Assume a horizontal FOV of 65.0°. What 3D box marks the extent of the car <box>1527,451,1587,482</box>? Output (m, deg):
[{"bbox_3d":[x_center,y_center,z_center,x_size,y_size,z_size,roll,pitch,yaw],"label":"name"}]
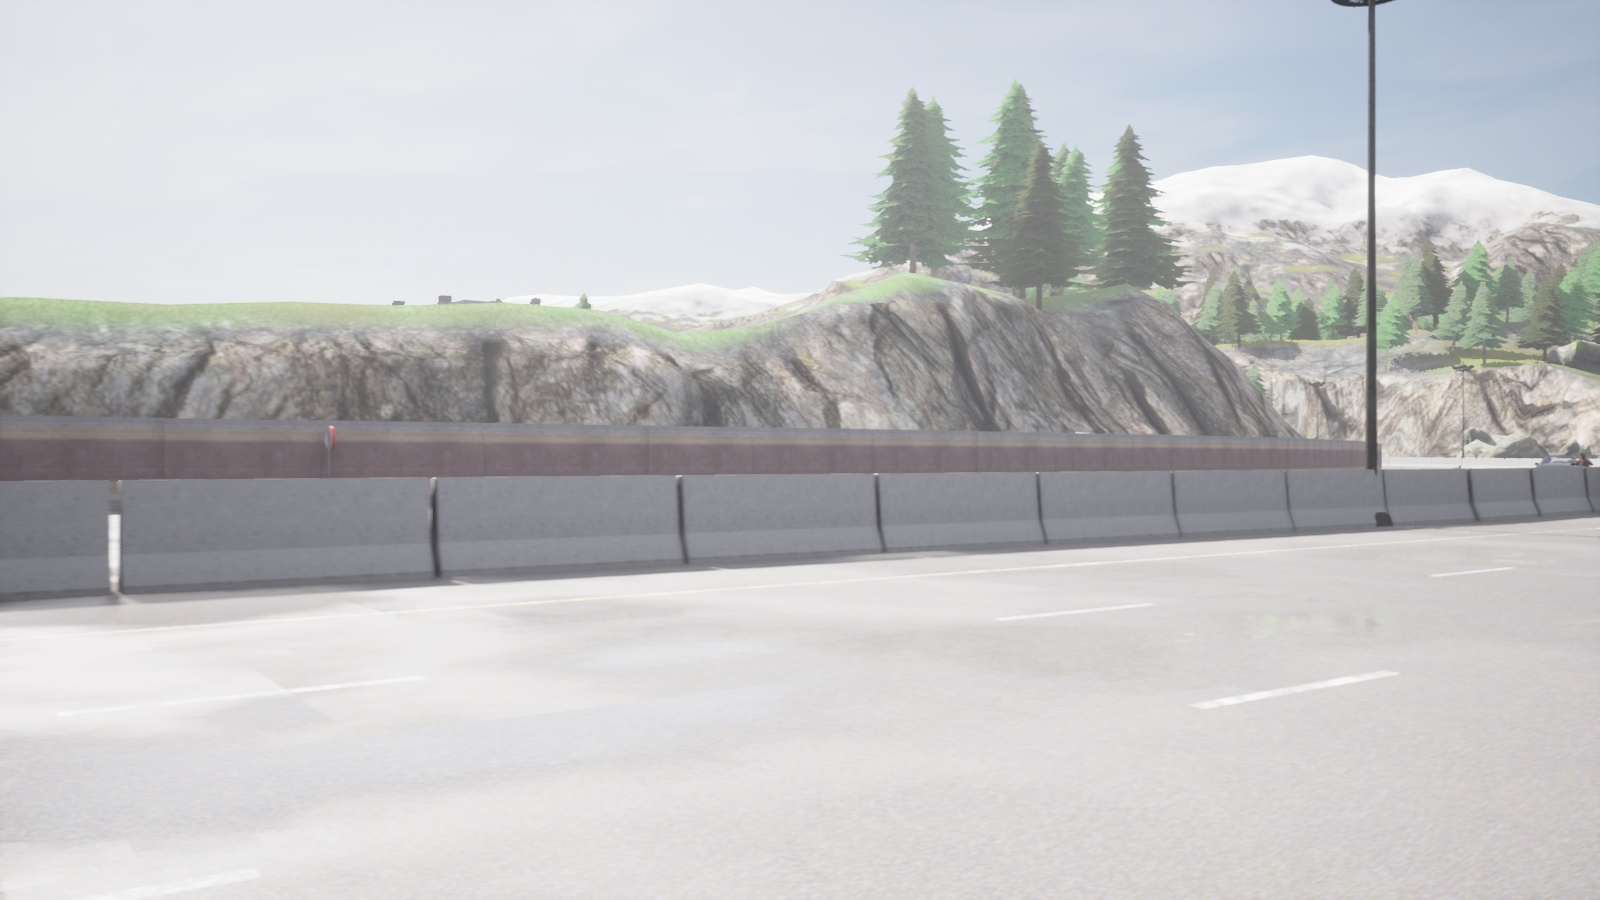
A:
[{"bbox_3d":[38.928,0.822,64.490,2.128,1.511,4.902,0,0,37],"label":"car"}]
